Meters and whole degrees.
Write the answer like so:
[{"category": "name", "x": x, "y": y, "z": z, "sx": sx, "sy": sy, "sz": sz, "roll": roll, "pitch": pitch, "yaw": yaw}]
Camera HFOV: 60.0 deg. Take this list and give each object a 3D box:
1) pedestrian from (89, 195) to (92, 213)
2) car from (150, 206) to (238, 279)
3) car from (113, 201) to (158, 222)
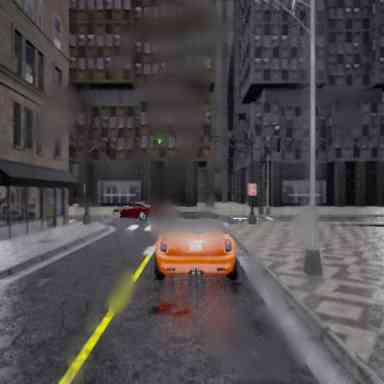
[{"category": "pedestrian", "x": -9.897, "y": 1.190, "z": 31.894, "sx": 0.375, "sy": 1.860, "sz": 0.375, "roll": 0, "pitch": 0, "yaw": 0}, {"category": "car", "x": 0.099, "y": 1.364, "z": 10.187, "sx": 2.097, "sy": 1.767, "sz": 4.553, "roll": 0, "pitch": 0, "yaw": 0}, {"category": "car", "x": -4.357, "y": 1.512, "z": 27.169, "sx": 5.008, "sy": 1.535, "sz": 1.882, "roll": 0, "pitch": -2, "yaw": 38}]
